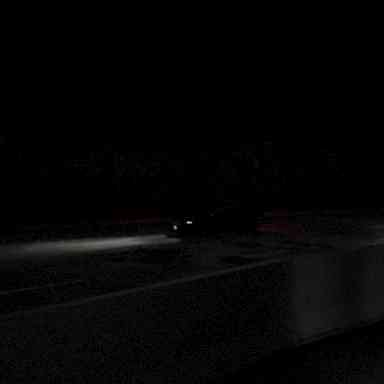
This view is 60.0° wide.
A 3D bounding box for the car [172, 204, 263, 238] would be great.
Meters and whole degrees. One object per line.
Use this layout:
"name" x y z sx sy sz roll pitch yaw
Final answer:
"car" 1.361 1.385 16.858 4.902 1.511 2.128 -1 0 -29
